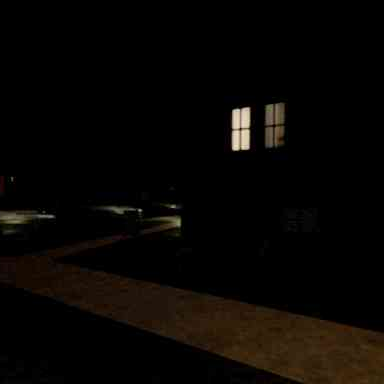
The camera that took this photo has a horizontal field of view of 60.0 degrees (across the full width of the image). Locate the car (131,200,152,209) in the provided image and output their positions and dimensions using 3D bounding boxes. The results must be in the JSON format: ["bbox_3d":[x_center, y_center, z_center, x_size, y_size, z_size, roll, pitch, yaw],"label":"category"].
[{"bbox_3d":[-8.141,2.001,53.952,1.812,1.442,4.674,1,0,21],"label":"car"}]

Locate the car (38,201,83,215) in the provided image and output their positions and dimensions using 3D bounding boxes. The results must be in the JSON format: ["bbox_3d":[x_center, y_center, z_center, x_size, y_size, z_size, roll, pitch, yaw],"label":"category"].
[{"bbox_3d":[-14.366,1.733,36.686,2.033,1.411,5.357,1,0,19],"label":"car"}]
